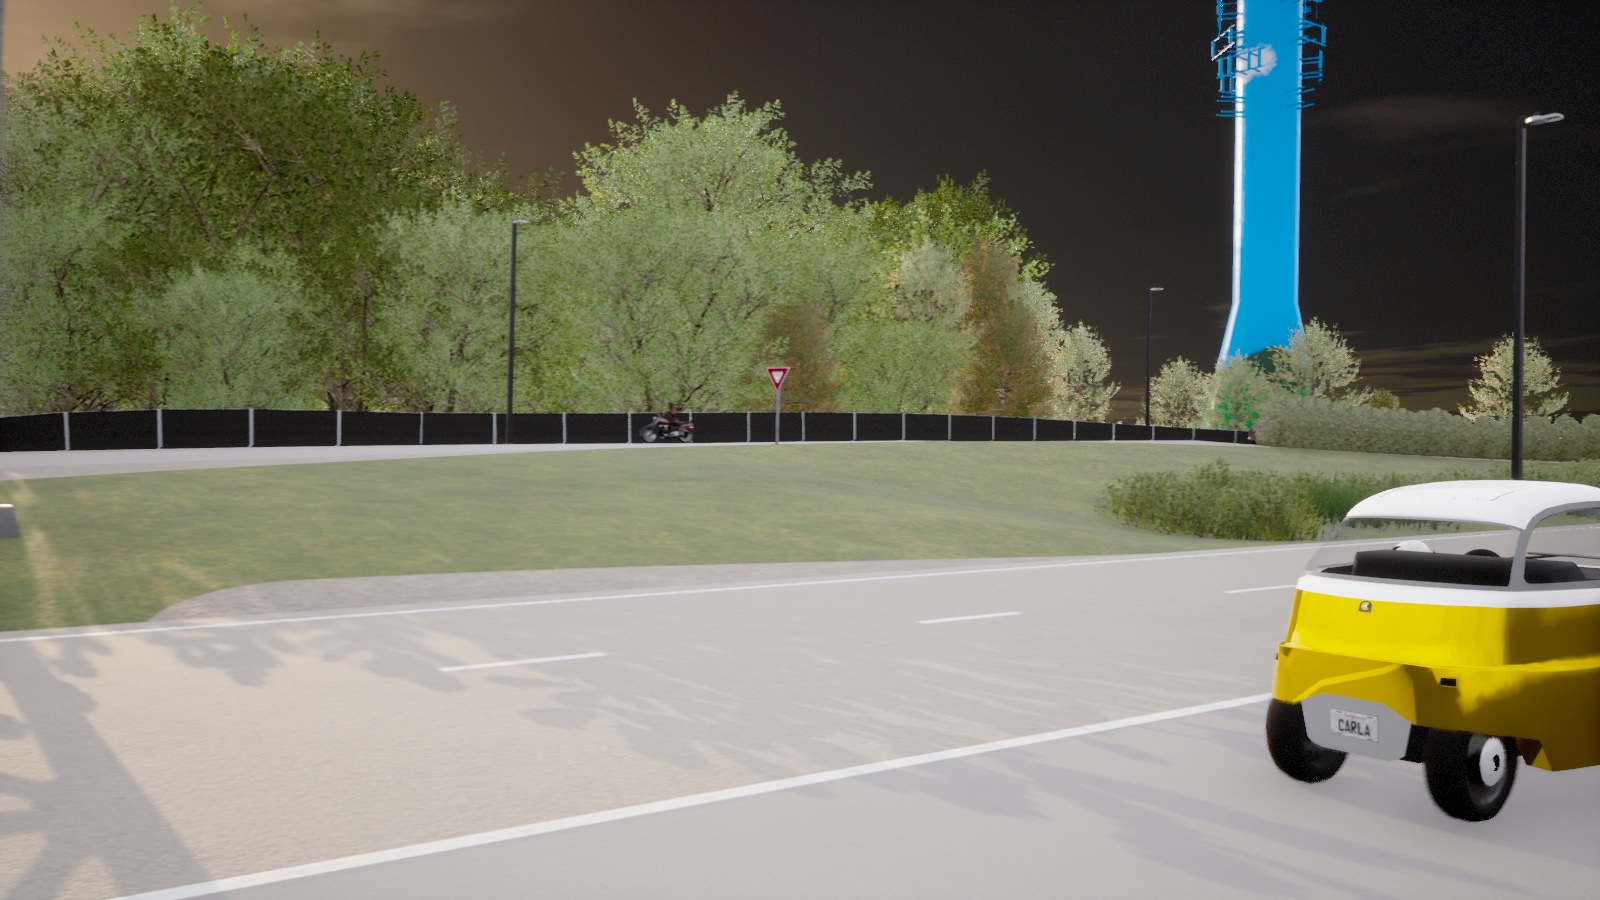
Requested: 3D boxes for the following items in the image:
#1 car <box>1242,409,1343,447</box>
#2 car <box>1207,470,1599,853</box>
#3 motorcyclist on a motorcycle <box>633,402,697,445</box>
[{"bbox_3d":[25.520,-1.119,65.012,5.027,1.651,2.152,3,-2,-29],"label":"car"},{"bbox_3d":[3.241,0.809,5.910,2.207,1.376,1.481,0,0,-35],"label":"car"},{"bbox_3d":[-5.211,-1.025,48.604,2.350,1.649,0.766,-1,0,-37],"label":"motorcyclist on a motorcycle"}]
